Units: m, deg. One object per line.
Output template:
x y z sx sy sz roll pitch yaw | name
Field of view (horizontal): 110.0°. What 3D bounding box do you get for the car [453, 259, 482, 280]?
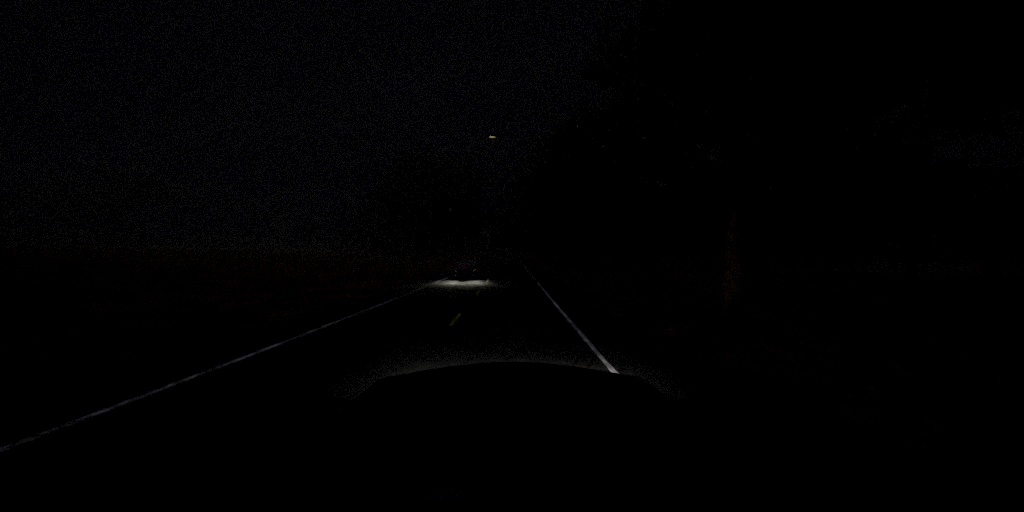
-3.505 0.984 28.741 1.882 1.535 5.008 0 1 0 | car
